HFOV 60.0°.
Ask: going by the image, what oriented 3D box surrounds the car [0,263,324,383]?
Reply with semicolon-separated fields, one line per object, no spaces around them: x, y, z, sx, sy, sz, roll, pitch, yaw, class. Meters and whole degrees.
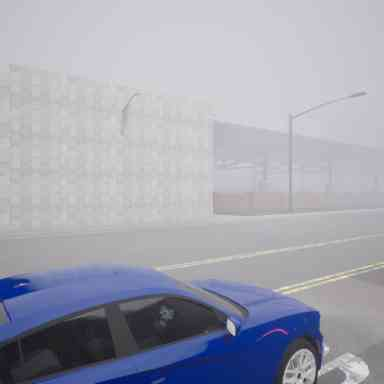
-0.733;1.478;3.227;5.008;1.535;1.882;0;0;-36;car
